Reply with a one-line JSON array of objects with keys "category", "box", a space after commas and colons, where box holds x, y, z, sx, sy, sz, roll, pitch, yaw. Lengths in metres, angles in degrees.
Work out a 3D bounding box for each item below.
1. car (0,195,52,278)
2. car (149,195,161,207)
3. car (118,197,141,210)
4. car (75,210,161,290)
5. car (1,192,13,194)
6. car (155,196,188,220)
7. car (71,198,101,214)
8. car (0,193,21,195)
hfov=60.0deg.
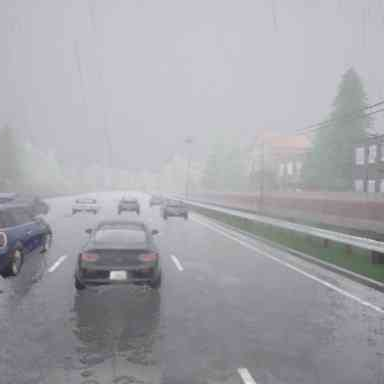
[{"category": "car", "box": [-5.497, 1.121, 9.421, 2.097, 1.767, 4.553, 2, 0, -10]}, {"category": "car", "box": [-4.665, 1.171, 44.130, 2.128, 1.511, 4.902, 2, 0, -10]}, {"category": "car", "box": [-5.713, 1.181, 30.311, 2.128, 1.511, 4.902, 2, 0, -10]}, {"category": "car", "box": [-1.838, 1.429, 8.719, 1.812, 1.442, 4.674, 2, 0, -10]}, {"category": "car", "box": [-16.333, 0.786, 30.079, 1.882, 1.535, 5.008, 2, 0, -10]}, {"category": "car", "box": [-1.477, 1.349, 26.378, 2.128, 1.511, 4.902, 2, 0, -10]}, {"category": "car", "box": [-8.916, 1.182, 28.343, 1.895, 1.301, 4.718, 2, 0, -10]}, {"category": "car", "box": [-11.635, 1.047, 23.713, 2.033, 1.411, 5.357, 2, 0, -10]}]
